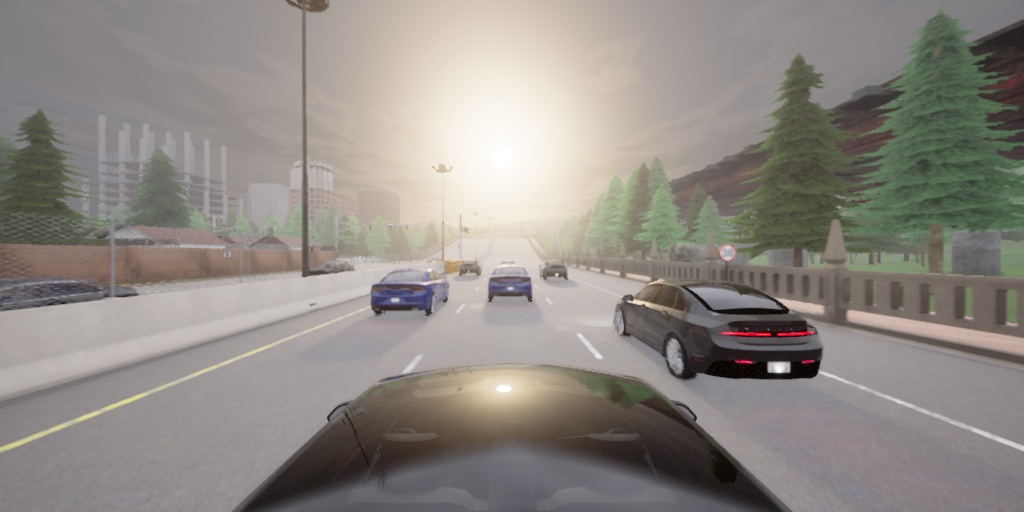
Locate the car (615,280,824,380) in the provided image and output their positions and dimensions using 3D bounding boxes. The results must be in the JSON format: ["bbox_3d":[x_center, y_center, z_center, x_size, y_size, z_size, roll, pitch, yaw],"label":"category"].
[{"bbox_3d":[3.511,1.212,7.161,1.837,1.490,4.892,0,0,0],"label":"car"}]

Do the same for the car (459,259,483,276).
[{"bbox_3d":[-3.835,1.066,33.797,1.837,1.490,4.892,0,0,-1],"label":"car"}]

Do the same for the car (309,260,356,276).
[{"bbox_3d":[-14.460,1.221,28.630,1.895,1.301,4.718,0,0,-1],"label":"car"}]

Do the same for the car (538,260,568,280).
[{"bbox_3d":[3.241,1.082,28.537,1.837,1.490,4.892,0,0,-1],"label":"car"}]

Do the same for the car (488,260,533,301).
[{"bbox_3d":[-0.099,1.135,16.765,1.882,1.535,5.008,0,0,-1],"label":"car"}]

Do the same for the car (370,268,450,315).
[{"bbox_3d":[-3.554,1.165,13.293,1.882,1.535,5.008,0,0,-1],"label":"car"}]

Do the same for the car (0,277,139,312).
[{"bbox_3d":[-10.666,1.233,7.380,2.128,1.511,4.902,0,0,-1],"label":"car"}]

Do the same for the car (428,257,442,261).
[{"bbox_3d":[-11.203,0.955,52.967,1.882,1.535,5.008,0,0,-1],"label":"car"}]
